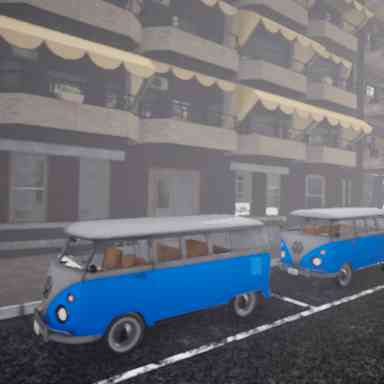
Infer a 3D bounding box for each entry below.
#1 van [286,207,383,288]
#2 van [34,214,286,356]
[{"bbox_3d":[4.083,1.336,8.998,3.998,1.788,1.690,0,1,-36],"label":"van"},{"bbox_3d":[-0.415,1.339,5.777,3.998,1.788,1.690,0,2,-36],"label":"van"}]
